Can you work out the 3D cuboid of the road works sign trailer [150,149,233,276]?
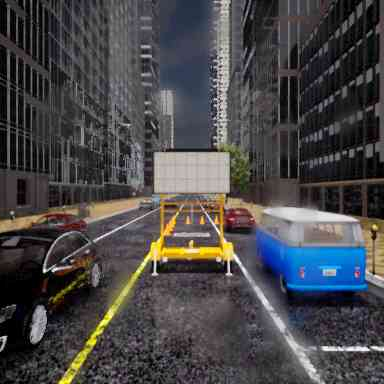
[{"bbox_3d":[-0.003,0.463,10.365,2.380,3.560,2.880,0,0,0],"label":"road works sign trailer"}]

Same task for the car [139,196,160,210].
[{"bbox_3d":[-5.702,1.542,42.502,2.008,1.369,4.403,0,0,0],"label":"car"}]

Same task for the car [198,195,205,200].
[{"bbox_3d":[2.666,1.450,93.733,1.887,1.381,4.507,0,0,0],"label":"car"}]

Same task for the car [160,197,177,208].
[{"bbox_3d":[-3.111,1.588,47.598,1.895,1.301,4.718,0,0,0],"label":"car"}]

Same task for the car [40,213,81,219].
[{"bbox_3d":[-5.695,1.580,14.039,1.802,1.307,4.206,0,0,0],"label":"car"}]

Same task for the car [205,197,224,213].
[{"bbox_3d":[2.680,1.576,36.808,1.802,1.307,4.206,0,0,0],"label":"car"}]

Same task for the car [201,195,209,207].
[{"bbox_3d":[2.678,1.538,48.193,2.008,1.369,4.403,0,0,0],"label":"car"}]

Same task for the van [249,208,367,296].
[{"bbox_3d":[2.688,1.340,8.347,1.690,1.788,3.998,0,0,0],"label":"van"}]

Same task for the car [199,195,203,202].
[{"bbox_3d":[2.676,1.531,53.886,2.008,1.369,4.403,0,0,0],"label":"car"}]

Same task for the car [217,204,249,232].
[{"bbox_3d":[2.685,1.579,19.731,1.802,1.307,4.206,0,0,0],"label":"car"}]

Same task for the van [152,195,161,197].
[{"bbox_3d":[-5.704,1.321,53.887,1.690,1.788,3.998,0,0,0],"label":"van"}]

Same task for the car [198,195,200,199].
[{"bbox_3d":[2.673,1.402,65.271,1.967,1.590,4.097,0,0,0],"label":"car"}]

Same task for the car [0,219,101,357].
[{"bbox_3d":[-3.103,1.504,6.243,1.837,1.490,4.892,0,0,0],"label":"car"}]

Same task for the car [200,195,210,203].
[{"bbox_3d":[2.672,1.392,70.963,1.967,1.590,4.097,0,0,0],"label":"car"}]
